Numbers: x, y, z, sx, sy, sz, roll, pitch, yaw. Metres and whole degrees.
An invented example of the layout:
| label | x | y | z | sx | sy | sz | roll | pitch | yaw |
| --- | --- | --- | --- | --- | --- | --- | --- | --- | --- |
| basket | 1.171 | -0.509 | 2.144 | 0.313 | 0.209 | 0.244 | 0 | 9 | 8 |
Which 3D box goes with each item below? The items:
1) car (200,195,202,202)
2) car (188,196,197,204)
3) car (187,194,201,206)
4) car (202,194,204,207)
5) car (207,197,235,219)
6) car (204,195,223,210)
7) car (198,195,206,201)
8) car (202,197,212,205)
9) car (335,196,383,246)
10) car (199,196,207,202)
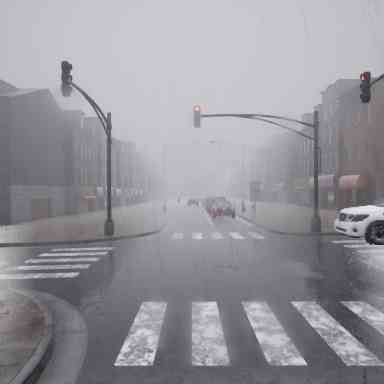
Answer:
| label | x | y | z | sx | sy | sz | roll | pitch | yaw |
| --- | --- | --- | --- | --- | --- | --- | --- | --- | --- |
| car | 2.713 | 1.530 | 51.301 | 1.967 | 1.590 | 4.097 | -1 | 0 | 0 |
| car | 0.199 | 1.659 | 68.829 | 1.837 | 1.490 | 4.892 | 0 | 0 | 1 |
| car | 0.194 | 1.616 | 57.265 | 1.837 | 1.490 | 4.892 | 0 | 0 | 0 |
| car | 2.694 | 1.373 | 40.496 | 2.192 | 1.841 | 5.009 | -1 | 0 | 0 |
| car | 2.678 | 1.472 | 29.691 | 1.967 | 1.590 | 4.097 | -1 | 0 | 0 |
| car | 2.686 | 1.360 | 35.094 | 2.192 | 1.841 | 5.009 | -1 | 0 | 0 |
| car | 2.784 | 1.711 | 94.520 | 1.967 | 1.590 | 4.097 | -1 | 0 | 0 |
| car | 2.732 | 1.654 | 62.275 | 1.752 | 1.417 | 4.829 | -1 | 0 | 0 |
| car | 8.697 | 0.923 | 13.149 | 5.566 | 2.045 | 2.150 | -2 | 0 | 4 |
| car | 2.768 | 1.800 | 83.714 | 1.802 | 1.307 | 4.206 | -1 | 0 | 0 |
